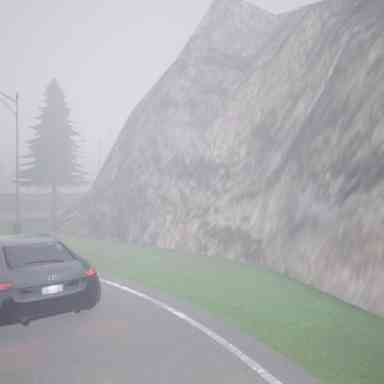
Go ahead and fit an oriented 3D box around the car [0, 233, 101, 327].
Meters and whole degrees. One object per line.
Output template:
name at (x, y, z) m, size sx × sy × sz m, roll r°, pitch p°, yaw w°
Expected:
car at (-3.587, 1.564, 6.974) m, size 1.994 × 1.385 × 4.181 m, roll 0°, pitch 0°, yaw -41°
